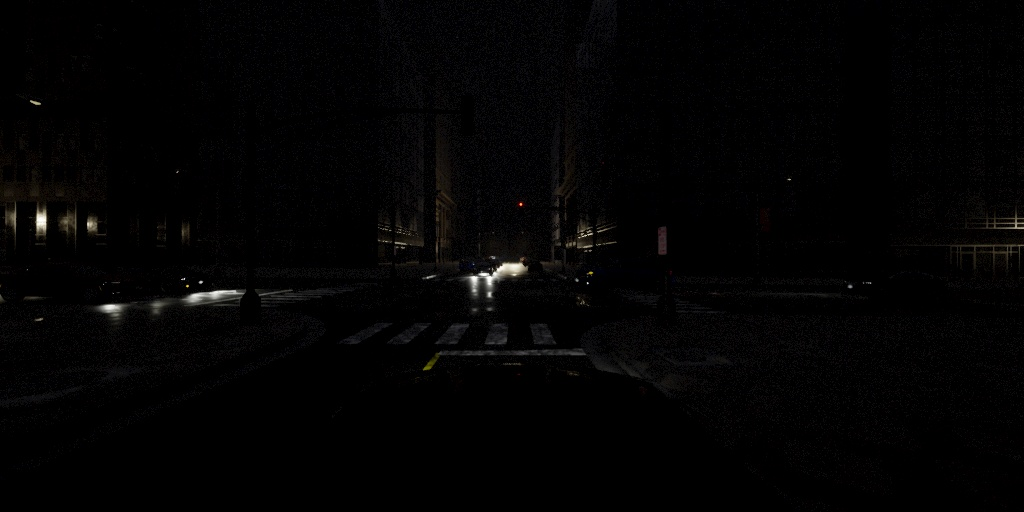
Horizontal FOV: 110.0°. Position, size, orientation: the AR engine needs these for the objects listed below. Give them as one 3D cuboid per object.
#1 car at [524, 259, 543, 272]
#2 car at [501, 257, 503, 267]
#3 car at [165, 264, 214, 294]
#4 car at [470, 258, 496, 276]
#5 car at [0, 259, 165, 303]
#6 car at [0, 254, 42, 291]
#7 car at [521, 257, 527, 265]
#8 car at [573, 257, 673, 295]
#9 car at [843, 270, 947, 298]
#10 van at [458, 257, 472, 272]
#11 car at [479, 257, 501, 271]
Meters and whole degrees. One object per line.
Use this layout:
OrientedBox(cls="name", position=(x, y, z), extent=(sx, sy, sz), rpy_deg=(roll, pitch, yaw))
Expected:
OrientedBox(cls="car", position=(2.880, 1.283, 45.065), extent=(1.948, 1.339, 4.313), rpy_deg=(0, 0, 0))
OrientedBox(cls="car", position=(-2.796, 1.225, 56.221), extent=(1.812, 1.442, 4.674), rpy_deg=(0, 0, 0))
OrientedBox(cls="car", position=(-17.419, 1.094, 17.786), extent=(4.181, 1.385, 1.994), rpy_deg=(1, 0, 0))
OrientedBox(cls="car", position=(-2.930, 1.252, 37.204), extent=(1.812, 1.442, 4.674), rpy_deg=(0, 0, 0))
OrientedBox(cls="car", position=(-17.610, 0.994, 14.538), extent=(5.008, 1.535, 1.882), rpy_deg=(1, 0, 0))
OrientedBox(cls="car", position=(-27.029, 0.760, 17.843), extent=(4.553, 1.767, 2.097), rpy_deg=(1, 0, 0))
OrientedBox(cls="car", position=(2.988, 1.270, 62.013), extent=(1.802, 1.307, 4.207), rpy_deg=(0, 0, 0))
OrientedBox(cls="car", position=(6.330, 1.064, 20.407), extent=(5.566, 2.045, 2.150), rpy_deg=(2, 0, -11))
OrientedBox(cls="car", position=(22.302, 1.564, 21.013), extent=(4.902, 1.511, 2.128), rpy_deg=(1, 0, 0))
OrientedBox(cls="van", position=(-5.646, 1.058, 45.118), extent=(1.690, 1.789, 3.998), rpy_deg=(0, 0, 0))
OrientedBox(cls="car", position=(-2.875, 1.207, 46.321), extent=(2.128, 1.511, 4.902), rpy_deg=(0, 0, 0))
